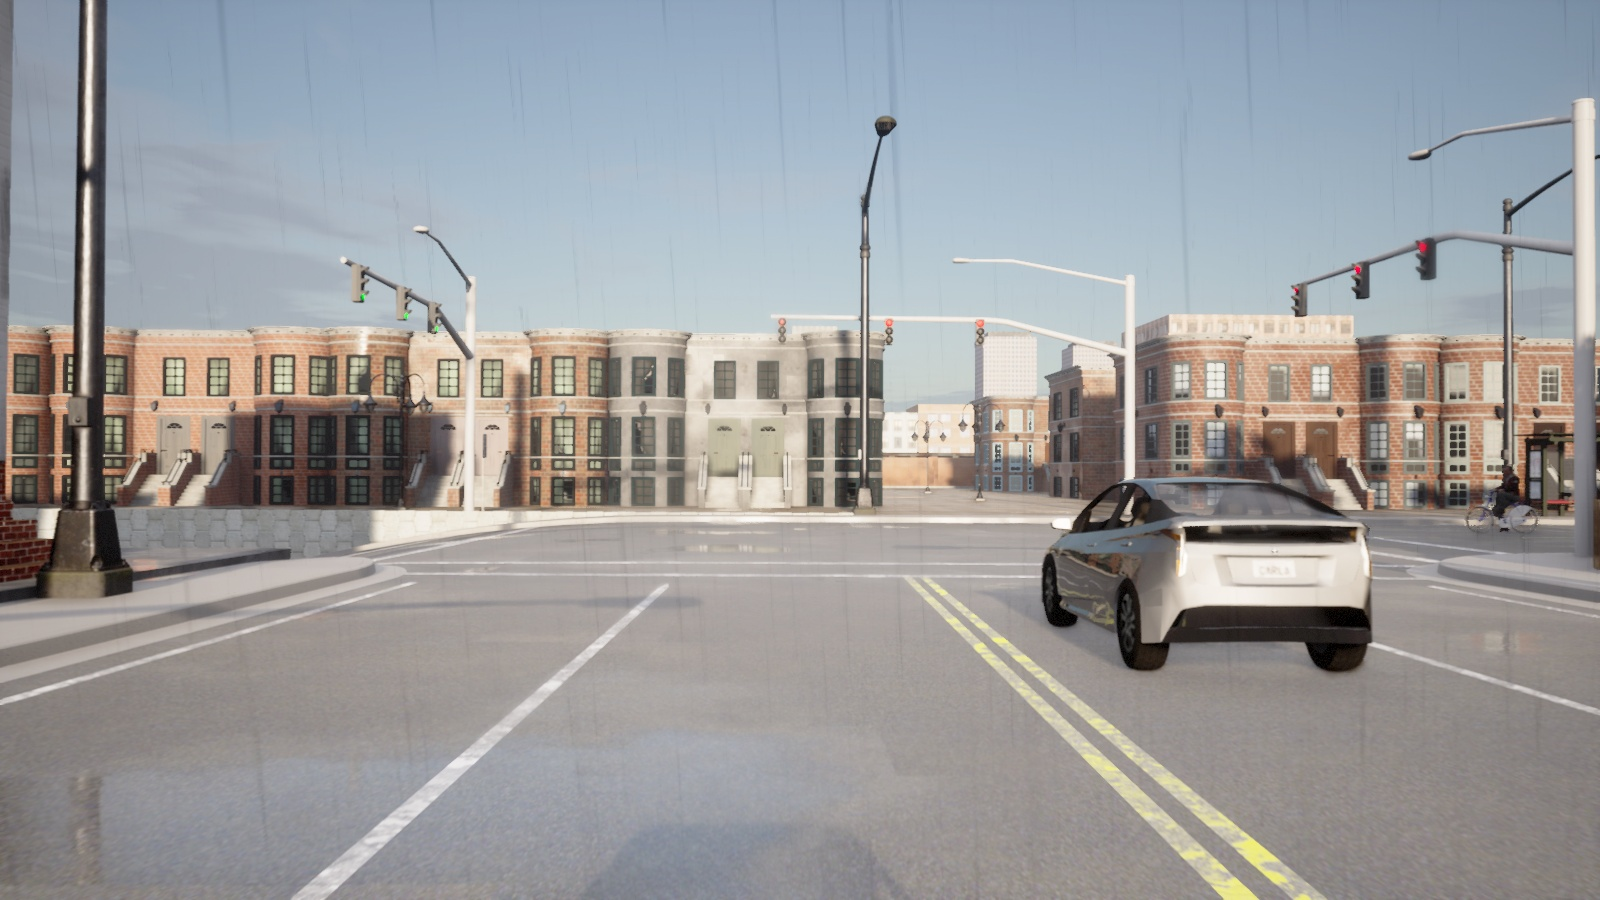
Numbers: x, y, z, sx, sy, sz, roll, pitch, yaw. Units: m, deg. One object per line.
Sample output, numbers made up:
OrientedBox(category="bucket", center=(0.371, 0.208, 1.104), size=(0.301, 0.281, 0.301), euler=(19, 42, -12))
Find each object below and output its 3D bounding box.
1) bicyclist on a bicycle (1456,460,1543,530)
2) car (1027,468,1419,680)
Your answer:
OrientedBox(category="bicyclist on a bicycle", center=(17.970, 1.146, 32.284), size=(1.843, 1.776, 0.659), euler=(0, -1, 0))
OrientedBox(category="car", center=(3.473, 0.935, 11.368), size=(2.007, 1.525, 4.514), euler=(0, -1, 0))
